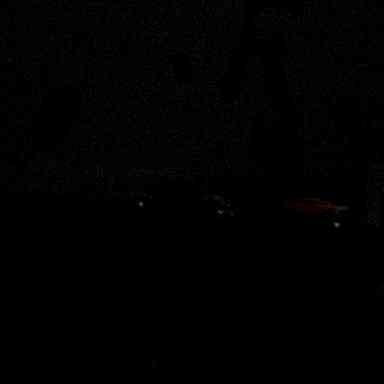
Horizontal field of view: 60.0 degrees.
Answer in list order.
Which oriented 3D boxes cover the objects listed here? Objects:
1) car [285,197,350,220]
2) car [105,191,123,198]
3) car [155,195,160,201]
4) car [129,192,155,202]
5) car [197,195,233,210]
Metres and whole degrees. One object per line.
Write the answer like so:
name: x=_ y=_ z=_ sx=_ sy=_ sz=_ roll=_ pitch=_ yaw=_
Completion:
car: x=9.540 y=1.213 z=25.614 sx=1.882 sy=1.535 sz=5.008 roll=1 pitch=1 yaw=-36
car: x=-15.455 y=0.486 z=65.711 sx=2.033 sy=1.411 sz=5.357 roll=1 pitch=1 yaw=-36
car: x=-7.255 y=0.782 z=54.231 sx=1.895 sy=1.301 sz=4.718 roll=1 pitch=1 yaw=-37
car: x=-7.871 y=0.715 z=50.086 sx=1.837 sy=1.490 sz=4.892 roll=1 pitch=0 yaw=-35
car: x=2.389 y=1.042 z=35.650 sx=1.812 sy=1.442 sz=4.674 roll=1 pitch=1 yaw=-35
